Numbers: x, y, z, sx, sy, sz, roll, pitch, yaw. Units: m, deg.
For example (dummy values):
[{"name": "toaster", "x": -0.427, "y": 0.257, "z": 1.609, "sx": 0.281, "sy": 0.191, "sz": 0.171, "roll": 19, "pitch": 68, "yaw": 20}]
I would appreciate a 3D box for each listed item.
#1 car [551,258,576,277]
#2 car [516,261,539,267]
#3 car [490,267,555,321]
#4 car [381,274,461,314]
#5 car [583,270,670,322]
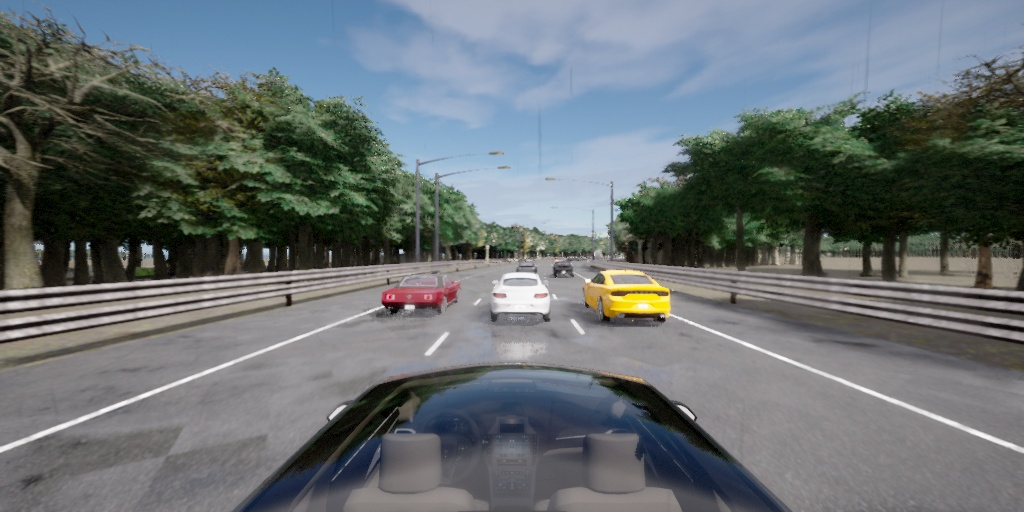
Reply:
[{"name": "car", "x": 5.042, "y": 1.236, "z": 35.792, "sx": 1.837, "sy": 1.490, "sz": 4.892, "roll": 0, "pitch": 0, "yaw": 5}, {"name": "car", "x": 1.393, "y": 1.225, "z": 32.680, "sx": 2.128, "sy": 1.511, "sz": 4.902, "roll": 0, "pitch": 0, "yaw": 4}, {"name": "car", "x": 0.295, "y": 1.270, "z": 12.351, "sx": 1.812, "sy": 1.442, "sz": 4.674, "roll": 0, "pitch": 0, "yaw": 2}, {"name": "car", "x": -3.176, "y": 1.341, "z": 13.634, "sx": 1.895, "sy": 1.301, "sz": 4.718, "roll": 0, "pitch": 0, "yaw": 2}, {"name": "car", "x": 3.684, "y": 1.226, "z": 12.349, "sx": 1.882, "sy": 1.535, "sz": 5.008, "roll": 0, "pitch": 0, "yaw": 2}]
